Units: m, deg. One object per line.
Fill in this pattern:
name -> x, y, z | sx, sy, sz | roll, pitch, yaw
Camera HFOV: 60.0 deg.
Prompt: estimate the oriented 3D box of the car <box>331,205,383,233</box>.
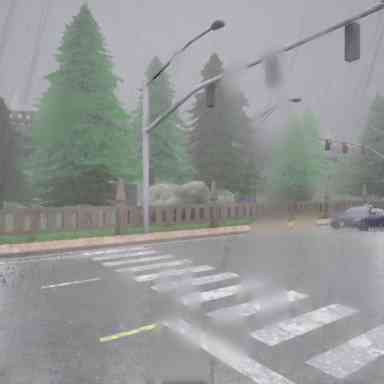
car -> 10.276, 1.528, 19.981 | 4.674, 1.442, 1.812 | 0, 0, -36
